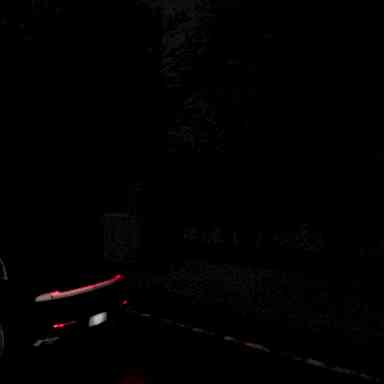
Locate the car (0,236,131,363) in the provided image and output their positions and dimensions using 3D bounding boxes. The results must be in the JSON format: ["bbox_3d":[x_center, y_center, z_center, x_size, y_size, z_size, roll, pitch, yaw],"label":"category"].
[{"bbox_3d":[-3.253,1.552,5.996,4.902,1.511,2.128,-1,0,36],"label":"car"}]
